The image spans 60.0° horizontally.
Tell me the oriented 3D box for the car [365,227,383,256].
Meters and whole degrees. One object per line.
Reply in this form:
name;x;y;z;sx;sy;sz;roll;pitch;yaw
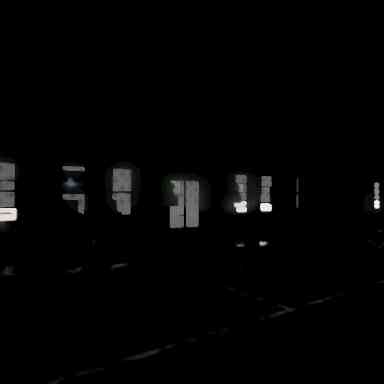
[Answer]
car;8.183;1.672;12.394;4.403;1.369;2.008;1;0;-35
